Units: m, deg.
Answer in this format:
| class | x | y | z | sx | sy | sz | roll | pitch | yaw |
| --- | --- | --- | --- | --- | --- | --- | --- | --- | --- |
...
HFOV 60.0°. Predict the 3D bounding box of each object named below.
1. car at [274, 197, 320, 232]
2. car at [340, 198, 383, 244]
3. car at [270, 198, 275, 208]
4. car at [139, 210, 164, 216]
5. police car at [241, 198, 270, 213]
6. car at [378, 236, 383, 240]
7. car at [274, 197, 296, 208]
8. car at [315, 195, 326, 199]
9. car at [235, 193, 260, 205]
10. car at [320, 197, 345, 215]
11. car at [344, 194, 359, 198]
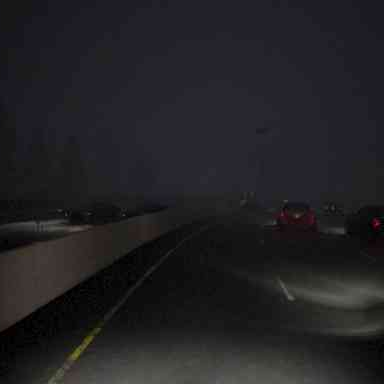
| class | x | y | z | sx | sy | sz | roll | pitch | yaw |
| --- | --- | --- | --- | --- | --- | --- | --- | --- | --- |
| car | 6.391 | 1.371 | 20.705 | 2.097 | 1.767 | 4.553 | 0 | 0 | 13 |
| car | 8.869 | 1.377 | 15.771 | 2.097 | 1.767 | 4.553 | 0 | 0 | 10 |
| car | 11.291 | 1.512 | 46.039 | 1.882 | 1.535 | 5.008 | 0 | 0 | 29 |
| car | -3.448 | 1.540 | 25.622 | 2.033 | 1.411 | 5.357 | 0 | 0 | 15 |
| police car | 7.068 | 1.448 | 37.562 | 1.930 | 1.638 | 5.238 | 0 | 0 | 24 |
| car | 3.784 | 1.488 | 2.625 | 1.882 | 1.535 | 5.008 | 0 | 0 | 2 |
| car | 14.251 | 1.521 | 50.968 | 1.882 | 1.535 | 5.008 | 0 | 0 | 33 |
| car | 24.574 | 1.435 | 62.998 | 2.097 | 1.767 | 4.553 | 0 | 0 | 44 |
| car | 10.413 | 1.254 | 62.002 | 2.150 | 2.045 | 5.566 | 0 | 0 | 36 |
| car | 14.464 | 1.589 | 33.983 | 2.033 | 1.411 | 5.357 | 0 | 0 | 24 |
| car | 34.855 | 1.314 | 72.808 | 4.553 | 1.767 | 2.097 | 0 | 0 | -37 |
